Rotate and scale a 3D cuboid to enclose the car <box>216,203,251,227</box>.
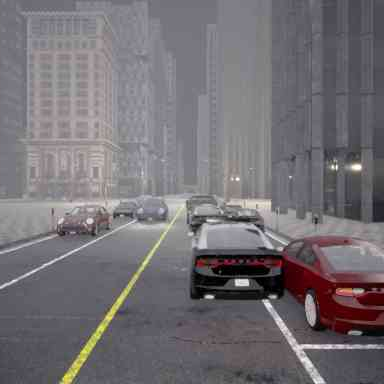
[{"bbox_3d":[2.807,1.560,23.638,1.947,1.339,4.313,0,0,0],"label":"car"}]

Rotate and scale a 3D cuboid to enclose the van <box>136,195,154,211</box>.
[{"bbox_3d":[-5.685,1.323,40.577,1.690,1.788,3.998,0,0,0],"label":"van"}]

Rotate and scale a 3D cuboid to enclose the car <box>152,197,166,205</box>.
[{"bbox_3d":[-5.650,1.516,57.500,2.008,1.369,4.403,0,0,0],"label":"car"}]

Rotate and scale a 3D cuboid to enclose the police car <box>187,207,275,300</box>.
[{"bbox_3d":[0.904,1.426,8.566,1.930,1.638,5.238,0,0,0],"label":"police car"}]

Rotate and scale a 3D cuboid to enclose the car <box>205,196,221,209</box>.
[{"bbox_3d":[2.852,1.417,46.202,1.967,1.590,4.097,0,0,0],"label":"car"}]

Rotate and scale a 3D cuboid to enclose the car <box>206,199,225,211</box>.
[{"bbox_3d":[2.841,1.533,40.561,2.008,1.369,4.403,0,0,0],"label":"car"}]

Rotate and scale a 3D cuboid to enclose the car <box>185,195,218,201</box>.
[{"bbox_3d":[0.725,1.217,24.486,2.150,2.045,5.566,0,0,0],"label":"car"}]

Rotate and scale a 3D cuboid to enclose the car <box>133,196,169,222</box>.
[{"bbox_3d":[-2.948,1.345,25.894,2.097,1.767,4.553,0,0,0],"label":"car"}]

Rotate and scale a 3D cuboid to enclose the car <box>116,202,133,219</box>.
[{"bbox_3d":[-5.707,1.557,29.295,1.947,1.339,4.313,0,0,0],"label":"car"}]

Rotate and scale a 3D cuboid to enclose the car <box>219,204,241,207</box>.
[{"bbox_3d":[2.796,1.547,17.998,2.008,1.369,4.403,0,0,0],"label":"car"}]

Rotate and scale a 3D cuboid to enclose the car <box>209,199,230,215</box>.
[{"bbox_3d":[2.830,1.512,35.090,1.752,1.417,4.829,0,0,0],"label":"car"}]

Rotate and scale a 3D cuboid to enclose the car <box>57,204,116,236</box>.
[{"bbox_3d":[-5.730,1.437,18.013,1.967,1.590,4.097,0,0,0],"label":"car"}]

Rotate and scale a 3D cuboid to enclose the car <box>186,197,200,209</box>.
[{"bbox_3d":[0.122,1.483,45.535,1.837,1.490,4.892,0,0,1],"label":"car"}]

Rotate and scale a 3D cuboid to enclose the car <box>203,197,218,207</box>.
[{"bbox_3d":[2.864,1.522,51.843,2.008,1.369,4.403,0,0,0],"label":"car"}]

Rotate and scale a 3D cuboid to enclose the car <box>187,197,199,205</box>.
[{"bbox_3d":[0.116,1.529,58.096,1.994,1.385,4.181,0,0,0],"label":"car"}]

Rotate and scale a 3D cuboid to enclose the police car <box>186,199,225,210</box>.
[{"bbox_3d":[0.809,1.422,18.538,1.930,1.638,5.238,0,0,-2],"label":"police car"}]

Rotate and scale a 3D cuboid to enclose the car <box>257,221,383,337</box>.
[{"bbox_3d":[2.773,1.544,6.717,1.887,1.381,4.507,0,0,0],"label":"car"}]
